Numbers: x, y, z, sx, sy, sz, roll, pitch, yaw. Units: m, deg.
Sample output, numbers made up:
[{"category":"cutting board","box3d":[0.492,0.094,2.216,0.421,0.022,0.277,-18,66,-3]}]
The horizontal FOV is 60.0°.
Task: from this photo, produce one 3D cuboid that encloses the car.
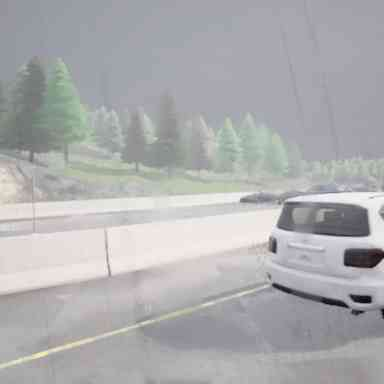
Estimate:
[{"category":"car","box3d":[3.894,1.000,6.831,5.566,2.045,2.150,-3,2,-37]}]
